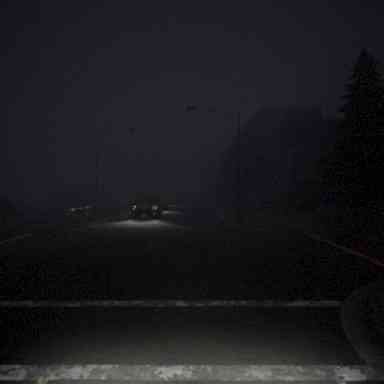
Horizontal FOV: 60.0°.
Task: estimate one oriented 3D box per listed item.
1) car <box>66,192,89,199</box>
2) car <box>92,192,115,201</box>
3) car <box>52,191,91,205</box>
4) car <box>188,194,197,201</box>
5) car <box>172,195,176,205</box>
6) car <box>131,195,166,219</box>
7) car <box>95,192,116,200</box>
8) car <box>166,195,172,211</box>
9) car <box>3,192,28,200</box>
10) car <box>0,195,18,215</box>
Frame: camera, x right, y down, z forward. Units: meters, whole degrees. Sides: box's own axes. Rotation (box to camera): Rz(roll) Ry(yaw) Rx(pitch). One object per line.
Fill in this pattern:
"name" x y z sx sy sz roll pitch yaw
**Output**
"car" -25.065 0.850 72.861 4.514 1.523 2.007 0 0 0
"car" -17.688 0.770 62.784 5.027 1.636 2.152 0 0 0
"car" -17.268 0.813 47.084 4.605 1.855 1.932 0 0 0
"car" 0.076 1.071 66.261 2.128 1.511 4.902 0 0 0
"car" -3.588 1.150 51.606 1.882 1.535 5.008 0 1 0
"car" -3.606 1.180 27.084 2.097 1.767 4.553 0 0 0
"car" -18.014 0.808 69.201 3.806 1.475 1.970 0 0 0
"car" -3.605 1.288 37.286 1.812 1.442 4.674 0 0 0
"car" -35.073 0.693 65.914 4.605 1.855 1.932 0 0 0
"car" -17.397 1.207 28.502 3.633 1.501 1.845 0 0 0
